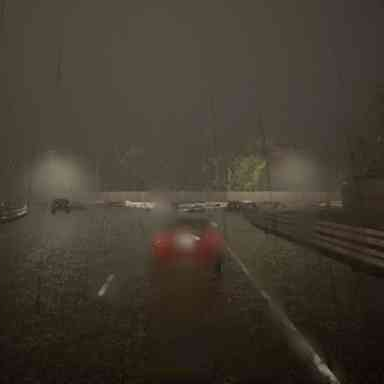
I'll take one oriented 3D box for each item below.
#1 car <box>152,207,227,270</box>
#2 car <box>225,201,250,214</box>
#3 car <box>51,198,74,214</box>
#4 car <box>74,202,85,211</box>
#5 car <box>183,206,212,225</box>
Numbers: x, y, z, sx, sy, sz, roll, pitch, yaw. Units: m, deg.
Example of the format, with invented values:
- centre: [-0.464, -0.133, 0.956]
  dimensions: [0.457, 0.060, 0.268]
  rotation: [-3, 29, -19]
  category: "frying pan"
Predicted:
- centre: [-0.147, 1.512, 11.755]
  dimensions: [2.097, 1.767, 4.553]
  rotation: [0, -1, 0]
  category: "car"
- centre: [6.168, 1.937, 44.633]
  dimensions: [2.097, 1.767, 4.553]
  rotation: [0, -1, 28]
  category: "car"
- centre: [-18.104, 1.882, 45.820]
  dimensions: [2.150, 2.045, 5.566]
  rotation: [0, -1, -27]
  category: "car"
- centre: [-18.781, 2.339, 54.199]
  dimensions: [1.994, 1.385, 4.181]
  rotation: [0, -1, -30]
  category: "car"
- centre: [0.523, 1.948, 28.628]
  dimensions: [1.994, 1.385, 4.181]
  rotation: [0, -1, 8]
  category: "car"
